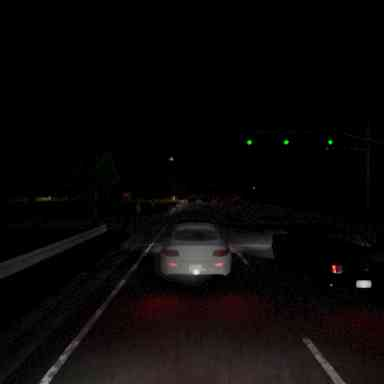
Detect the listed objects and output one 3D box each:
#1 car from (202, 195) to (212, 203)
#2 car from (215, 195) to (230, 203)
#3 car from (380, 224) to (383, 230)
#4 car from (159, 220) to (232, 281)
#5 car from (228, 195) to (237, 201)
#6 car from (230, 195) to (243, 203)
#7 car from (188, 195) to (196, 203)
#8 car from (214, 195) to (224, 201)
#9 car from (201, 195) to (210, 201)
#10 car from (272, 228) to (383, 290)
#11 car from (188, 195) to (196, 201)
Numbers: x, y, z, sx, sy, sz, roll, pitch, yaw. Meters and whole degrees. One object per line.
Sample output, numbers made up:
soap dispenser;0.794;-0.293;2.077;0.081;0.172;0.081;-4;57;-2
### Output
car;3.486;1.575;76.776;2.097;1.767;4.553;0;0;0
car;6.986;1.575;76.777;2.097;1.767;4.553;0;0;0
car;7.080;1.247;8.461;2.150;2.045;5.566;0;0;0
car;0.096;1.555;9.794;1.812;1.442;4.674;0;0;0
car;10.484;1.568;86.811;1.882;1.535;5.008;0;0;0
car;10.486;1.696;76.391;1.882;1.535;5.008;0;0;0
car;-0.014;1.758;76.389;2.033;1.411;5.357;0;0;0
car;6.984;1.615;86.810;2.128;1.511;4.902;0;0;0
car;3.484;1.615;86.810;2.128;1.511;4.902;0;0;0
car;3.580;1.628;9.122;1.895;1.301;4.718;0;0;0
car;-0.016;1.589;86.809;1.837;1.490;4.892;0;0;0
